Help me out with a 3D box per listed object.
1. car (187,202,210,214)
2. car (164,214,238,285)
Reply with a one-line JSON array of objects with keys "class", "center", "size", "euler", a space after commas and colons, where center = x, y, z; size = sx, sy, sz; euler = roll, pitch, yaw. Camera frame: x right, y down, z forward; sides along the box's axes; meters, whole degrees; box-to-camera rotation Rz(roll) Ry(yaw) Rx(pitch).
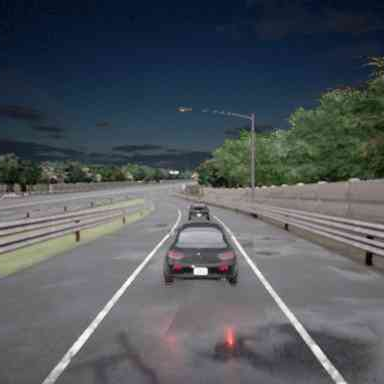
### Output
[{"class": "car", "center": [0.602, 1.737, 30.917], "size": [1.837, 1.490, 4.892], "euler": [0, 0, 0]}, {"class": "car", "center": [0.259, 1.600, 9.655], "size": [1.812, 1.442, 4.674], "euler": [0, 0, 2]}]
